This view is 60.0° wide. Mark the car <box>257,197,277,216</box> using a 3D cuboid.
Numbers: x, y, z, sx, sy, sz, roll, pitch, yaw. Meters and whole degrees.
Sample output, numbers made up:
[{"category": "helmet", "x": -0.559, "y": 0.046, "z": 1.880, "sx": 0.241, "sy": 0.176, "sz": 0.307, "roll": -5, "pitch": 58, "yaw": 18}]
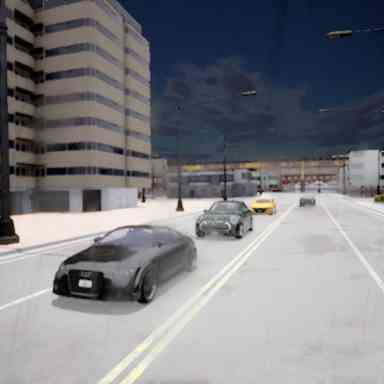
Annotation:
[{"category": "car", "x": 6.481, "y": 1.223, "z": 29.958, "sx": 1.882, "sy": 1.535, "sz": 5.008, "roll": 0, "pitch": 1, "yaw": 20}]

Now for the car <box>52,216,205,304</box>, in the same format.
[{"category": "car", "x": -1.337, "y": 1.522, "z": 8.131, "sx": 1.994, "sy": 1.385, "sz": 4.181, "roll": 0, "pitch": 0, "yaw": 20}]

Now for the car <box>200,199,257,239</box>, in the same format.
[{"category": "car", "x": 1.738, "y": 1.226, "z": 16.734, "sx": 2.097, "sy": 1.767, "sz": 4.553, "roll": 0, "pitch": 0, "yaw": 20}]

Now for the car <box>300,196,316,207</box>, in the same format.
[{"category": "car", "x": 15.017, "y": 1.179, "z": 43.181, "sx": 1.895, "sy": 1.301, "sz": 4.718, "roll": 0, "pitch": 0, "yaw": 20}]
